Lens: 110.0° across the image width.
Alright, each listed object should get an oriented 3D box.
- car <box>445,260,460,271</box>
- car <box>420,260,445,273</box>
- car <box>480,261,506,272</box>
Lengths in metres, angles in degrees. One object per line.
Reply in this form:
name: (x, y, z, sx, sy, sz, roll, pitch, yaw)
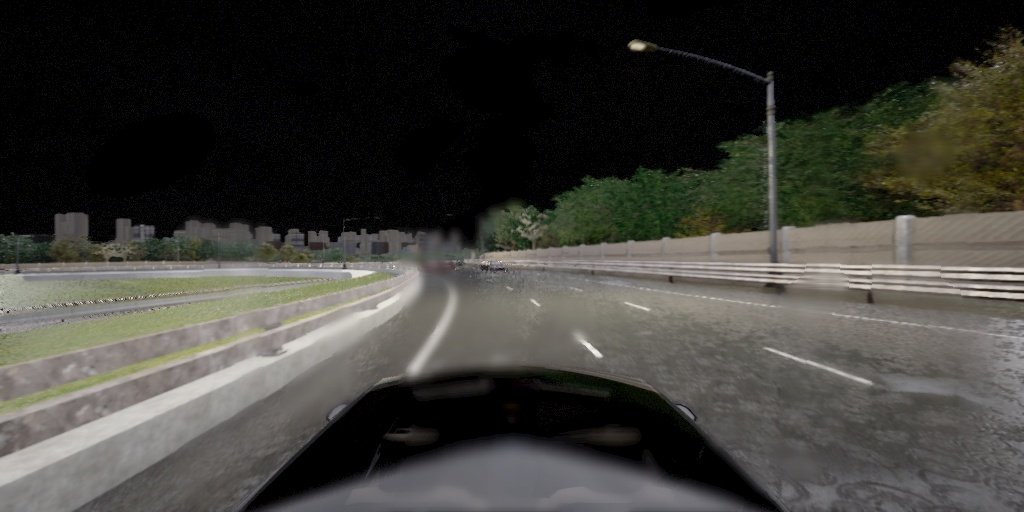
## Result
car: (-10.039, 1.449, 54.090, 1.882, 1.535, 5.008, -1, 0, -29)
car: (-11.007, 1.341, 48.362, 2.097, 1.767, 4.553, -1, 0, -26)
car: (-2.599, 1.361, 47.240, 2.033, 1.411, 5.357, -1, 0, -24)
